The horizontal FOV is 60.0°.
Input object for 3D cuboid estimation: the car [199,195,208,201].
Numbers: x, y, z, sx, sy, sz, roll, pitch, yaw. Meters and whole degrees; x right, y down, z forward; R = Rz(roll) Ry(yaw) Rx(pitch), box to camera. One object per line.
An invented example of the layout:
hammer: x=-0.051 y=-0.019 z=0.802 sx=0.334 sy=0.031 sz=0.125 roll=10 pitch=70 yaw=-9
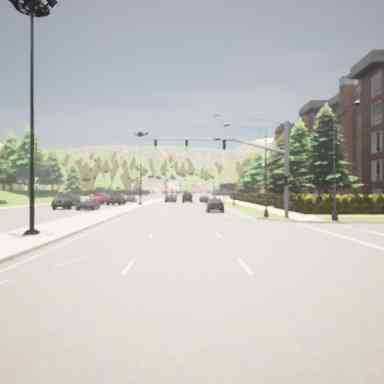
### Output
car: x=2.652 y=1.461 z=77.939 sx=1.994 sy=1.385 sz=4.181 roll=0 pitch=0 yaw=0

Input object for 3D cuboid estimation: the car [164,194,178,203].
car: x=-4.406 y=1.290 z=67.737 sx=2.097 sy=1.767 sz=4.553 roll=0 pitch=0 yaw=0

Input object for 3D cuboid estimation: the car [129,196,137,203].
car: x=-12.409 y=1.449 z=67.672 sx=1.812 sy=1.442 sz=4.674 roll=0 pitch=0 yaw=0

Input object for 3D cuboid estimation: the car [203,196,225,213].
car: x=2.507 y=1.472 z=36.737 sx=1.837 sy=1.490 sz=4.892 roll=0 pitch=0 yaw=-1

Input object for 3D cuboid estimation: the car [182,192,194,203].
car: x=-0.910 y=1.161 z=67.031 sx=2.150 sy=2.045 sz=5.566 roll=0 pitch=0 yaw=0

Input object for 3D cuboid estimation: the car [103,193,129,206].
car: x=-12.503 y=1.170 z=54.935 sx=2.150 sy=2.045 sz=5.566 roll=0 pitch=0 yaw=1

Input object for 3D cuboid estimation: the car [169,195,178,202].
car: x=-4.350 y=1.405 z=77.665 sx=1.837 sy=1.490 sz=4.892 roll=0 pitch=0 yaw=0

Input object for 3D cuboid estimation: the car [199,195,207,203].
car: x=2.594 y=1.441 z=67.873 sx=2.128 sy=1.511 sz=4.902 roll=0 pitch=0 yaw=0

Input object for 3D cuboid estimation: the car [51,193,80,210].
car: x=-16.077 y=1.177 z=42.933 sx=2.150 sy=2.045 sz=5.566 roll=0 pitch=0 yaw=0

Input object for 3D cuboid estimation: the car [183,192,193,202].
car: x=-0.850 y=1.131 z=77.675 sx=2.150 sy=2.045 sz=5.566 roll=0 pitch=0 yaw=0

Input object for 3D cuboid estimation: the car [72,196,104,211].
car: x=-12.581 y=1.523 z=40.567 sx=1.994 sy=1.385 sz=4.181 roll=0 pitch=0 yaw=0

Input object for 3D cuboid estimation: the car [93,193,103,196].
car: x=-15.970 y=1.166 z=57.729 sx=2.150 sy=2.045 sz=5.566 roll=0 pitch=0 yaw=1
